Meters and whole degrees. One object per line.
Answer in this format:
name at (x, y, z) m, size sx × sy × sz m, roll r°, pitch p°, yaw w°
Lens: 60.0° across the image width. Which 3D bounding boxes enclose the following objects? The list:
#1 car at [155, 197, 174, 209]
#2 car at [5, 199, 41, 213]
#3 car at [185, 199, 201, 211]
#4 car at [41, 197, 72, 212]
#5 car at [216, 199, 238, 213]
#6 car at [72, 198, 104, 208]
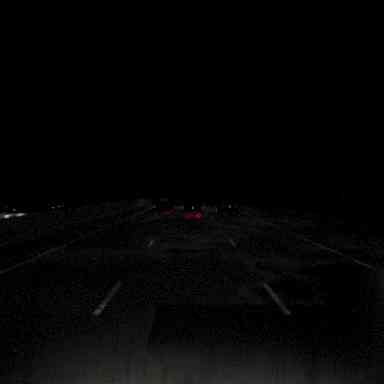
car at (-3.398, 1.363, 41.262) m, size 1.812 × 1.442 × 4.674 m, roll 0°, pitch 0°, yaw 0°
car at (-17.593, 1.463, 35.103) m, size 1.895 × 1.301 × 4.718 m, roll 0°, pitch 0°, yaw 0°
car at (0.102, 1.449, 38.661) m, size 1.895 × 1.301 × 4.718 m, roll 0°, pitch 0°, yaw 0°
car at (-14.090, 1.363, 36.136) m, size 1.837 × 1.490 × 4.892 m, roll 0°, pitch 0°, yaw 0°
car at (3.602, 1.412, 34.234) m, size 2.033 × 1.411 × 5.357 m, roll 0°, pitch 0°, yaw 0°
car at (-10.592, 1.368, 35.143) m, size 1.837 × 1.490 × 4.892 m, roll 0°, pitch 0°, yaw 0°
